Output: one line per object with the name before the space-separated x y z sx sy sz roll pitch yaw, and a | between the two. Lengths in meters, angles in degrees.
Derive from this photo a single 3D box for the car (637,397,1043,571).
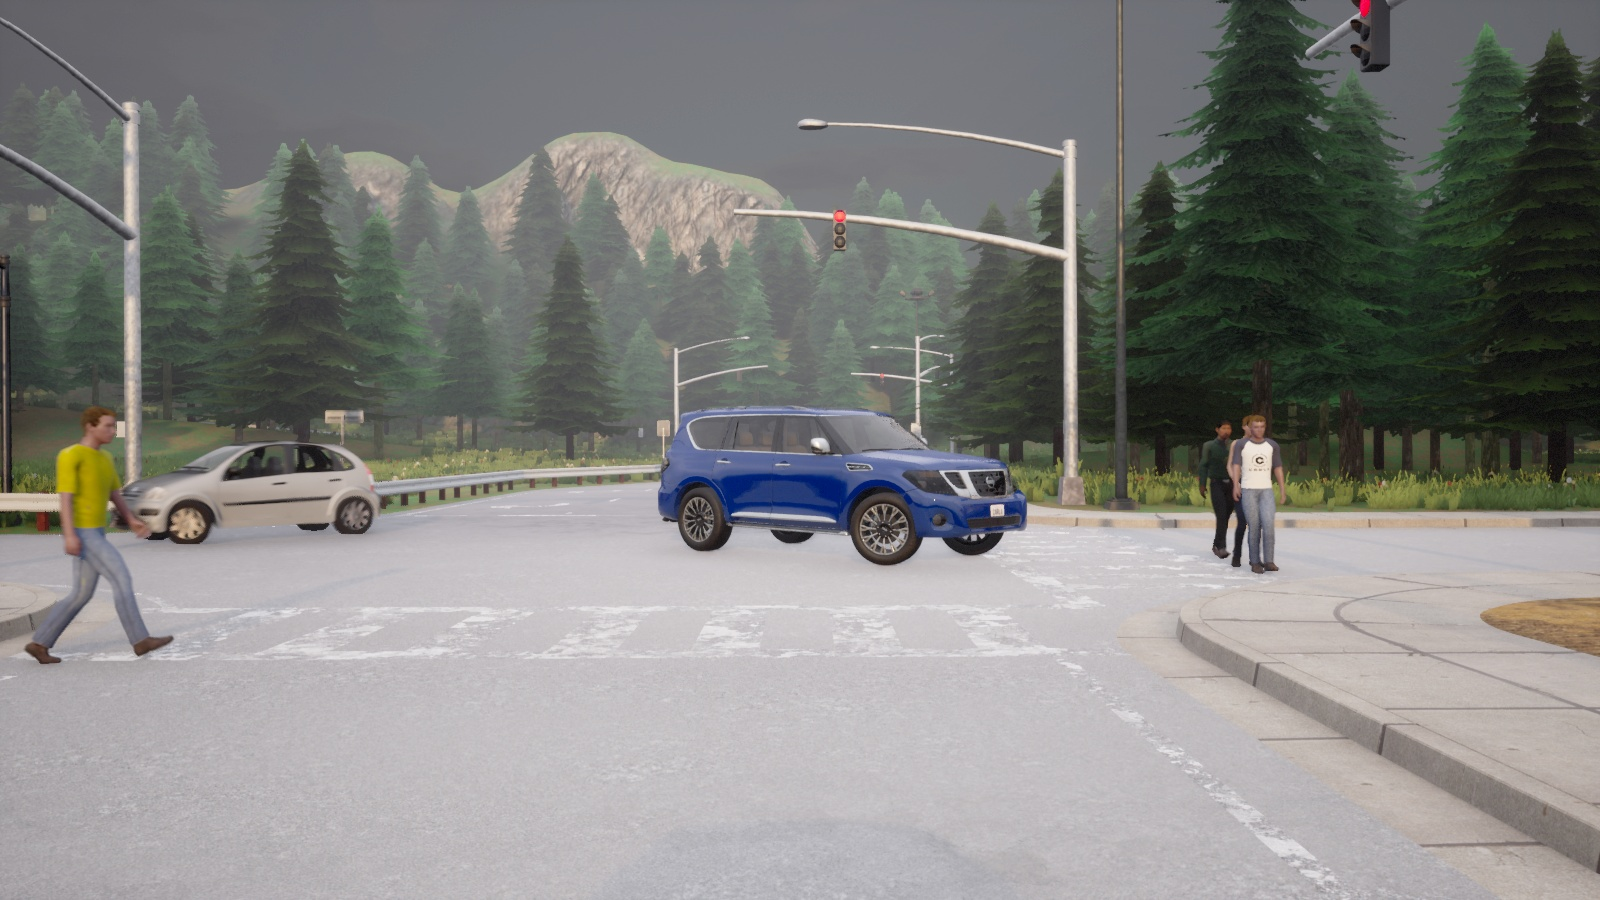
car | 0.378 0.397 17.443 5.566 2.045 2.150 0 0 42

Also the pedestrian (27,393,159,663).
pedestrian | -4.919 0.529 8.757 0.706 1.836 0.354 0 0 -5

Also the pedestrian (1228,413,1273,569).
pedestrian | 5.384 0.480 15.025 0.345 1.836 0.594 0 0 2

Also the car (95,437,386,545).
car | -9.193 0.597 20.837 1.851 1.617 3.988 0 1 44

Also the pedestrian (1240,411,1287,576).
pedestrian | 5.263 0.482 14.283 0.354 1.836 0.706 0 0 7

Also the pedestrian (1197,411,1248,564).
pedestrian | 5.481 0.474 16.313 0.423 1.949 0.788 0 0 3

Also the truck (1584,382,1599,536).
truck | 15.399 0.143 19.160 5.204 2.467 2.627 0 0 1
